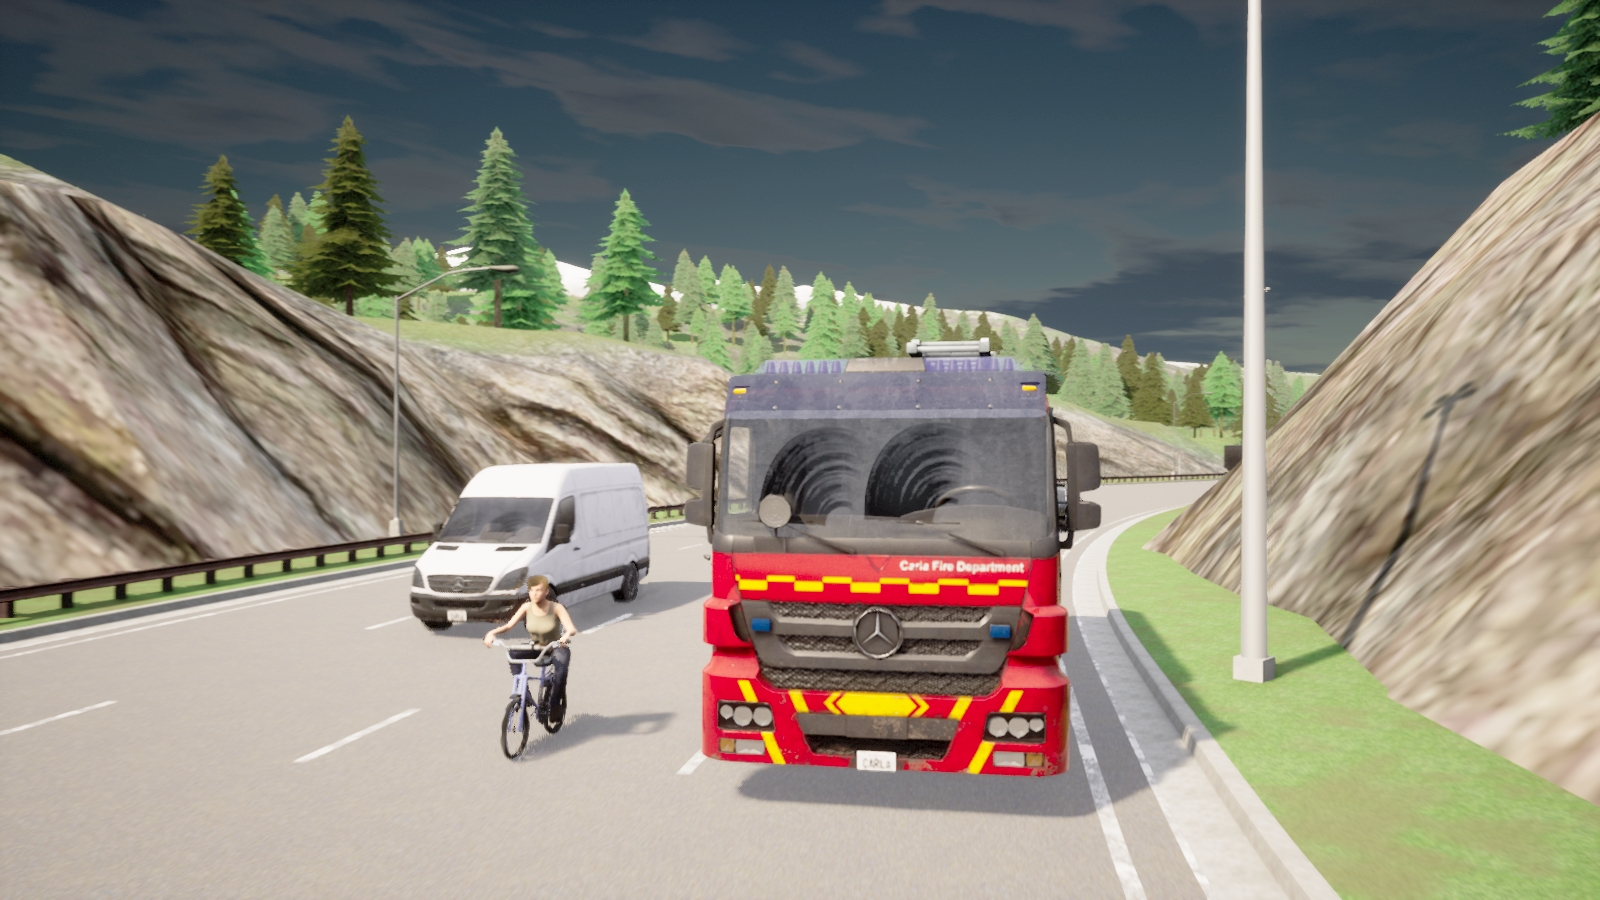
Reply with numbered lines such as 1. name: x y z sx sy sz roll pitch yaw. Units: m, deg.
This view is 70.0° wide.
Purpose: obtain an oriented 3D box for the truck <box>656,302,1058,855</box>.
1. truck: 1.122 0.886 12.327 2.891 3.827 8.468 0 0 10

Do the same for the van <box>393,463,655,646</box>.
1. van: -4.397 1.527 19.463 1.988 2.561 5.915 0 0 12

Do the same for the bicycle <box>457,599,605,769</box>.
1. bicycle: -2.501 2.153 10.814 0.859 1.277 1.487 0 0 9
